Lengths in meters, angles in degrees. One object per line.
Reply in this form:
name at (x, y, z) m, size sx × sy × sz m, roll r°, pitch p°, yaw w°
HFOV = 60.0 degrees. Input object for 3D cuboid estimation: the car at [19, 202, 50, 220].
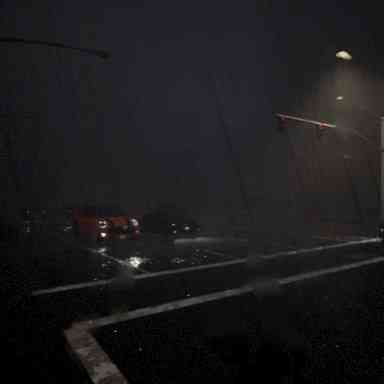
car at (-15.857, 1.983, 33.028) m, size 1.895 × 1.301 × 4.718 m, roll 0°, pitch -1°, yaw -35°

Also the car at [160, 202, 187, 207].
car at (-2.475, 1.856, 38.518) m, size 2.128 × 1.511 × 4.902 m, roll 0°, pitch -1°, yaw -35°

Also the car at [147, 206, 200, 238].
car at (-1.369, 1.681, 18.547) m, size 1.994 × 1.385 × 4.181 m, roll 0°, pitch -1°, yaw -35°

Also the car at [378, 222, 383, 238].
car at (11.063, 1.654, 15.460) m, size 4.181 × 1.385 × 1.994 m, roll 0°, pitch 1°, yaw 17°

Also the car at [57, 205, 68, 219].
car at (-12.310, 1.970, 34.069) m, size 1.895 × 1.301 × 4.718 m, roll 0°, pitch -1°, yaw -35°

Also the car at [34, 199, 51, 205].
car at (-21.268, 1.717, 46.935) m, size 1.837 × 1.490 × 4.892 m, roll 0°, pitch -1°, yaw -35°

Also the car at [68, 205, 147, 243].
car at (-4.409, 1.465, 16.783) m, size 2.097 × 1.767 × 4.553 m, roll 0°, pitch -1°, yaw -35°
